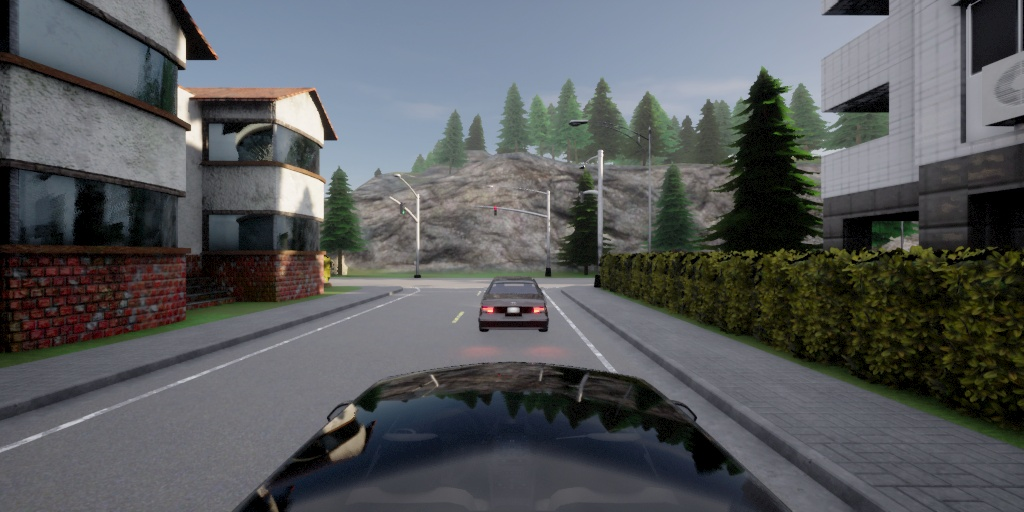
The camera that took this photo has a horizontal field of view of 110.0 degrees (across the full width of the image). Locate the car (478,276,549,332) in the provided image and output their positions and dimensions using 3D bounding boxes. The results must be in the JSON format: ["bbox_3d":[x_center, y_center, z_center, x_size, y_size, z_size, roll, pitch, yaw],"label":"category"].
[{"bbox_3d":[0.055,1.297,10.810,2.033,1.411,5.357,0,0,1],"label":"car"}]

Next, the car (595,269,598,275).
[{"bbox_3d":[9.611,1.228,30.333,5.008,1.535,1.882,0,0,1],"label":"car"}]
